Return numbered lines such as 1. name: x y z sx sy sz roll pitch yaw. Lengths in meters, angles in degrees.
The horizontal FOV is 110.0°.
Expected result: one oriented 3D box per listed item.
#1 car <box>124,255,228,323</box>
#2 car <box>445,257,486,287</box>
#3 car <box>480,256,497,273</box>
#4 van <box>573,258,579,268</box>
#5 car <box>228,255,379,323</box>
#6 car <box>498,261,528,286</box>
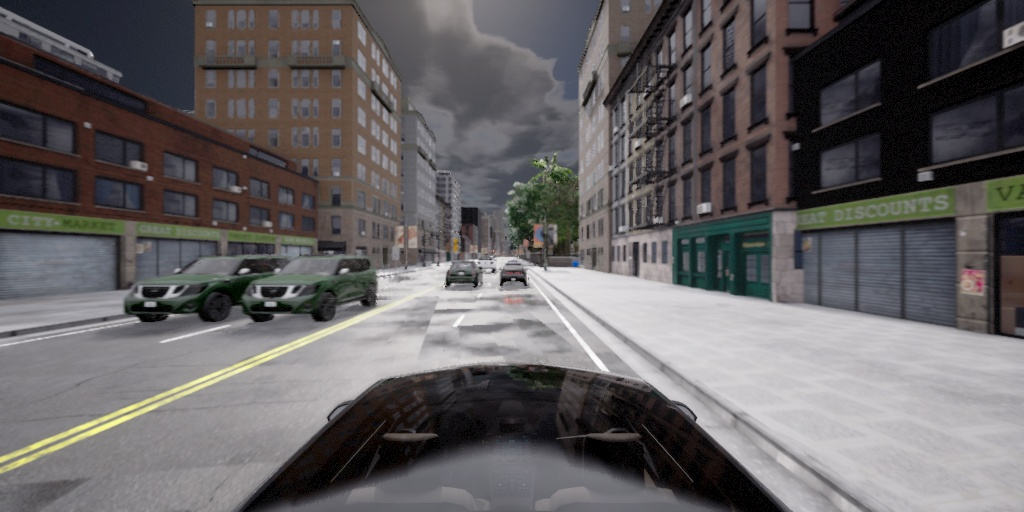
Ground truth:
1. car: -9.808 0.976 12.513 2.150 2.045 5.566 0 0 0
2. car: -3.158 1.110 24.411 2.097 1.767 4.553 0 0 0
3. car: -3.163 0.992 45.195 2.150 2.045 5.566 0 0 0
4. van: 12.144 1.186 60.252 3.998 1.789 1.690 0 0 1
5. car: -6.558 0.977 12.539 2.150 2.045 5.566 0 0 0
6. car: 0.093 1.266 25.626 1.837 1.490 4.892 0 0 0
